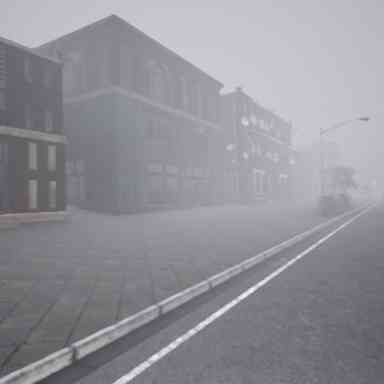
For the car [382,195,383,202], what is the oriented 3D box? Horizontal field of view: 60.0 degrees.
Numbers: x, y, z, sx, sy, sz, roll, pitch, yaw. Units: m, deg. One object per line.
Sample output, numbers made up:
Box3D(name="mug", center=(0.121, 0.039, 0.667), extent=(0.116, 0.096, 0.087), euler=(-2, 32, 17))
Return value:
Box3D(name="car", center=(38.326, 1.142, 65.266), extent=(2.033, 1.411, 5.357), euler=(-2, -1, 31))
